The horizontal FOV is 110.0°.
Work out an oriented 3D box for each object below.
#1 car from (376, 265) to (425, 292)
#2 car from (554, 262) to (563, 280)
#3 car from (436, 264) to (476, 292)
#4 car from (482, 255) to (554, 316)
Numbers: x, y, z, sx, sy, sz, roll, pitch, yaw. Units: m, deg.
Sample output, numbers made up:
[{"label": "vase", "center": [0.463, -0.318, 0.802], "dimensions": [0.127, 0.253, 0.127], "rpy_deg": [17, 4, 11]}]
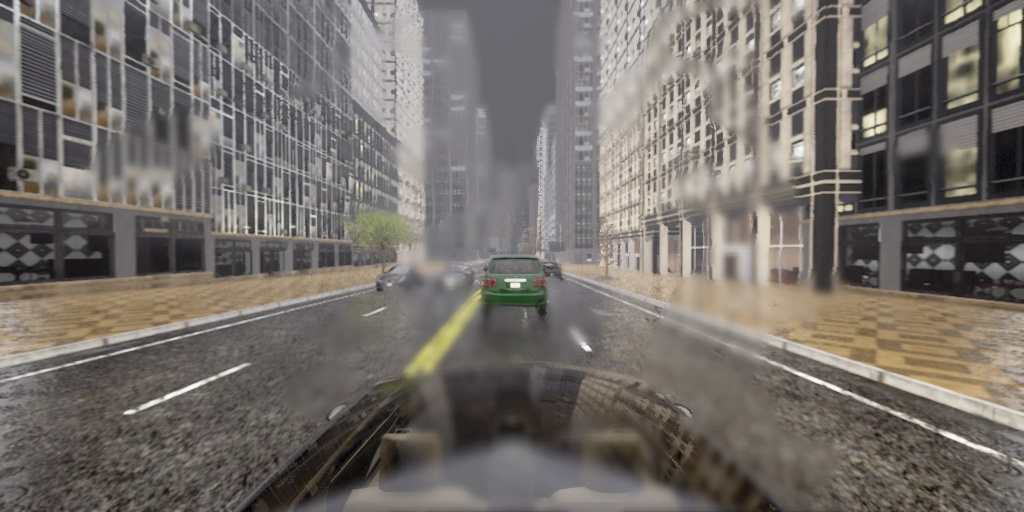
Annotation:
[{"label": "car", "center": [-6.505, 1.270, 21.394], "dimensions": [1.812, 1.442, 4.674], "rpy_deg": [0, 0, 0]}, {"label": "car", "center": [3.271, 1.246, 30.767], "dimensions": [1.837, 1.490, 4.892], "rpy_deg": [0, 0, 0]}, {"label": "car", "center": [-3.254, 1.237, 21.522], "dimensions": [2.128, 1.511, 4.902], "rpy_deg": [0, 0, 0]}, {"label": "car", "center": [0.101, 0.969, 13.439], "dimensions": [2.150, 2.045, 5.566], "rpy_deg": [0, 0, 0]}]
